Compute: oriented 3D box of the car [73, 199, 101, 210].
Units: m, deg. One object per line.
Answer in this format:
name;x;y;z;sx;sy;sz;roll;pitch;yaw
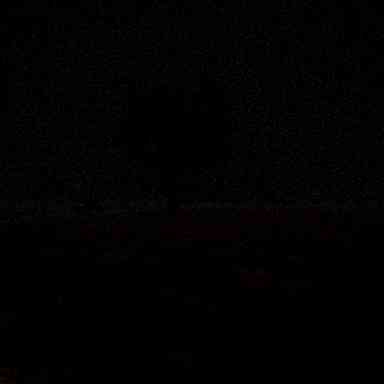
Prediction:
car;-16.734;2.175;53.427;2.150;2.045;5.566;1;-1;17
